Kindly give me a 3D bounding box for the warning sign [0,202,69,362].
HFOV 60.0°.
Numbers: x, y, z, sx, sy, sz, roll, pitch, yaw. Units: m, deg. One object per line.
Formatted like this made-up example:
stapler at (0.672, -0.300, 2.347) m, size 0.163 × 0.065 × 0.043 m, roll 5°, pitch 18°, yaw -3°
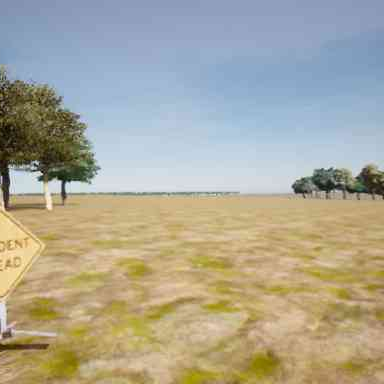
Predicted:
warning sign at (-2.606, 1.111, 4.524) m, size 1.060 × 1.860 × 1.300 m, roll -2°, pitch 1°, yaw 33°
